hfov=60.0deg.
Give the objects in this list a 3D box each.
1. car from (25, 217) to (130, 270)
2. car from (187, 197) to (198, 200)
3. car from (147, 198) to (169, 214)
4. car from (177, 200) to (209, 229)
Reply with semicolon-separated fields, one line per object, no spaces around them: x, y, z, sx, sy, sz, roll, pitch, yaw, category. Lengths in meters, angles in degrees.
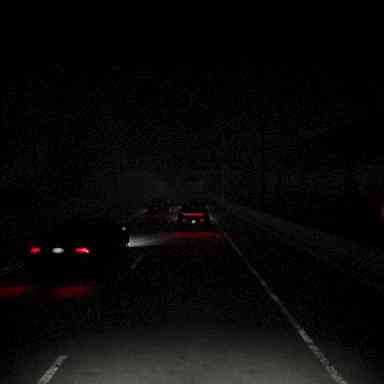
-3.408;1.540;10.975;2.033;1.411;5.357;0;0;0;car
0.081;1.366;40.176;1.812;1.442;4.674;0;1;0;car
-3.417;1.370;34.290;1.882;1.535;5.008;0;0;0;car
0.089;1.467;21.148;2.128;1.511;4.902;0;0;0;car
